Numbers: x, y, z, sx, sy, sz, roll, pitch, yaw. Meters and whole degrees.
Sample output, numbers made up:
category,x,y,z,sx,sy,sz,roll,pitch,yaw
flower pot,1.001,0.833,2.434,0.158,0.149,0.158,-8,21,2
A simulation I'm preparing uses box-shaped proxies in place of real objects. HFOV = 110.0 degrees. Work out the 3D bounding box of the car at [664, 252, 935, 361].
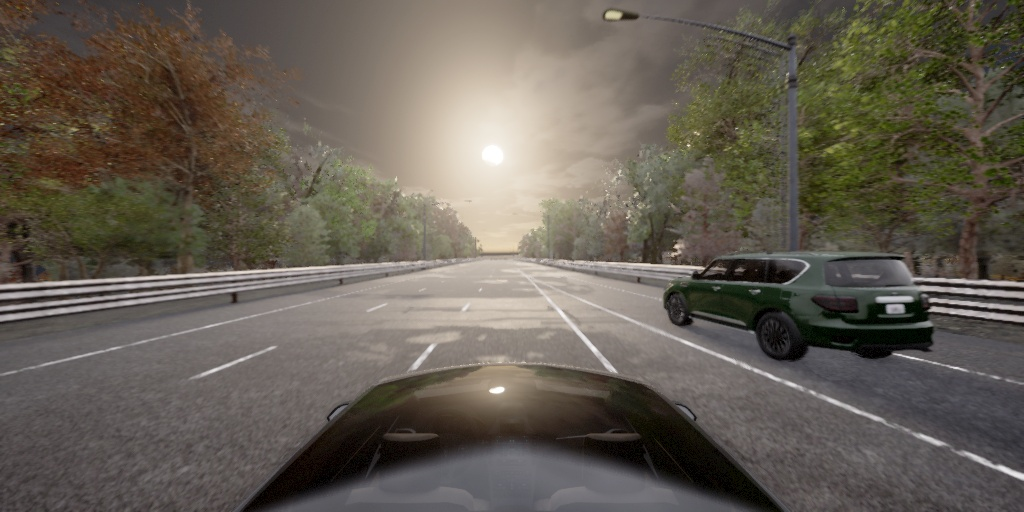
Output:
category,x,y,z,sx,sy,sz,roll,pitch,yaw
car,5.816,0.938,8.377,2.150,2.045,5.566,0,0,-6
